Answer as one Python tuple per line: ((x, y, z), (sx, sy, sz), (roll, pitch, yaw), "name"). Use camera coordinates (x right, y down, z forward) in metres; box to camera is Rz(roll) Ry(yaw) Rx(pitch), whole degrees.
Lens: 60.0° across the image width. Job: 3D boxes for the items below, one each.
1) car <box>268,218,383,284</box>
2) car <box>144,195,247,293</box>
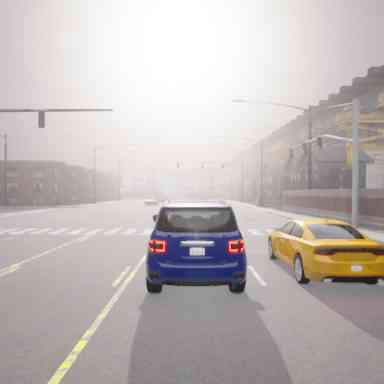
((3.565, 1.502, 9.667), (1.882, 1.535, 5.008), (0, 0, 0), "car")
((0.065, 1.235, 9.041), (2.150, 2.045, 5.566), (0, 0, -1), "car")
